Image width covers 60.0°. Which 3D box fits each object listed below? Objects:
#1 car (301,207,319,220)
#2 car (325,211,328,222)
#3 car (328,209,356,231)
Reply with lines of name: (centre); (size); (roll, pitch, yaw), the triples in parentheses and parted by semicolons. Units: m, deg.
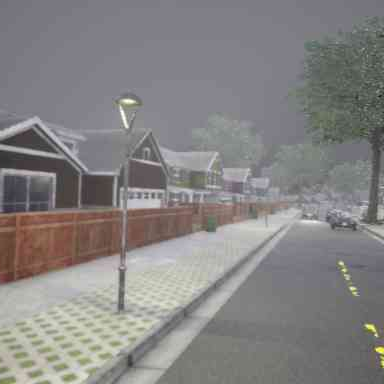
car: (14.999, 2.682, 42.350); (2.128, 1.511, 4.902); (2, -1, 20)
car: (16.802, 2.736, 39.117); (1.812, 1.442, 4.674); (2, -1, 20)
car: (12.821, 2.418, 28.252); (1.812, 1.442, 4.674); (2, -1, 21)
